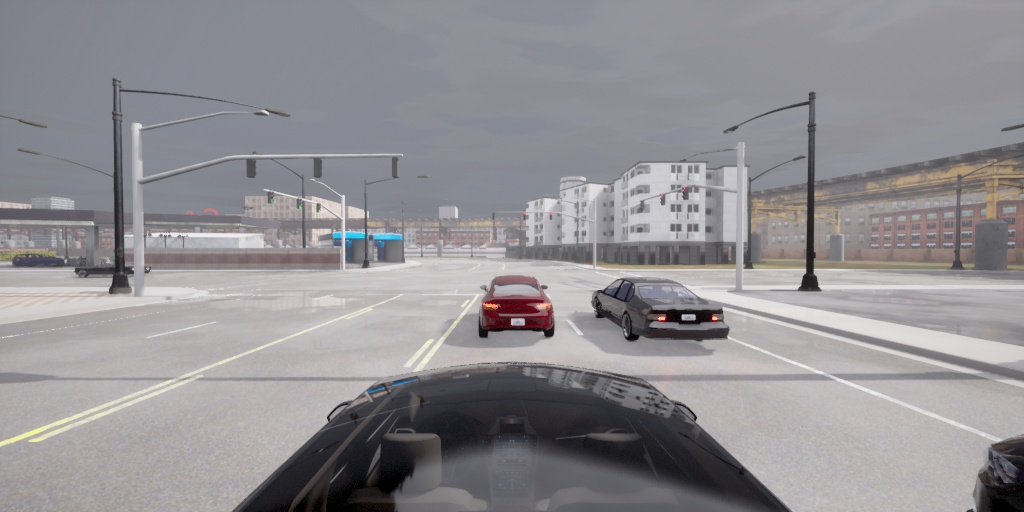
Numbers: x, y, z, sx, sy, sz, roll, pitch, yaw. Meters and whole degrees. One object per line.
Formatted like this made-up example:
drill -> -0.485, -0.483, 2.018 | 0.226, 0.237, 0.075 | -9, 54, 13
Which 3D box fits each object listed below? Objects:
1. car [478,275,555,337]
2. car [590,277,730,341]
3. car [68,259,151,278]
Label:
car -> 0.071, 1.256, 10.074 | 1.812, 1.442, 4.674 | 0, 0, -1
car -> 3.582, 1.282, 9.790 | 2.033, 1.411, 5.357 | 0, 0, 0
car -> -33.690, 1.135, 30.268 | 4.718, 1.301, 1.895 | 0, 1, -1
